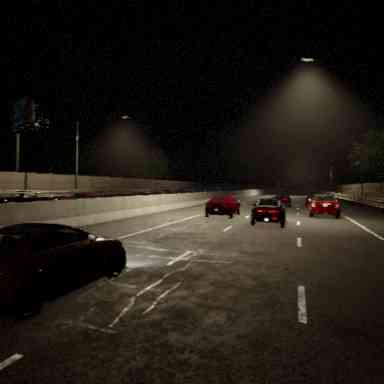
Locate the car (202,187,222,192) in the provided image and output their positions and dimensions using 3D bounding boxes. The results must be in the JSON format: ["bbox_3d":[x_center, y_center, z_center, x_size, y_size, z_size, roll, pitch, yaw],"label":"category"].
[{"bbox_3d":[4.373,-0.012,65.663,2.150,2.045,5.566,1,1,18],"label":"car"}]

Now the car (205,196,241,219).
[{"bbox_3d":[2.352,0.994,24.131,1.882,1.535,5.008,1,1,18],"label":"car"}]

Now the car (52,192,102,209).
[{"bbox_3d":[-10.450,0.740,30.739,1.895,1.301,4.718,1,1,18],"label":"car"}]

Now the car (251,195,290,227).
[{"bbox_3d":[4.702,1.153,19.961,1.837,1.490,4.892,1,2,18],"label":"car"}]

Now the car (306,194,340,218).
[{"bbox_3d":[10.312,0.979,26.116,2.097,1.767,4.553,1,1,18],"label":"car"}]

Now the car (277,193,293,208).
[{"bbox_3d":[10.213,0.905,37.376,1.837,1.490,4.892,1,1,18],"label":"car"}]

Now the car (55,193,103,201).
[{"bbox_3d":[-8.356,0.807,25.723,1.812,1.442,4.674,1,1,18],"label":"car"}]

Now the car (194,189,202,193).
[{"bbox_3d":[1.875,0.124,69.344,2.033,1.411,5.357,1,1,18],"label":"car"}]

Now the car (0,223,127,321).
[{"bbox_3d":[-3.073,1.343,6.994,1.994,1.385,4.181,1,1,18],"label":"car"}]

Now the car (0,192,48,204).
[{"bbox_3d":[-14.785,0.700,28.639,1.895,1.301,4.718,1,1,18],"label":"car"}]

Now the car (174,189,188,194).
[{"bbox_3d":[-2.181,0.089,68.130,1.812,1.442,4.674,1,1,18],"label":"car"}]
